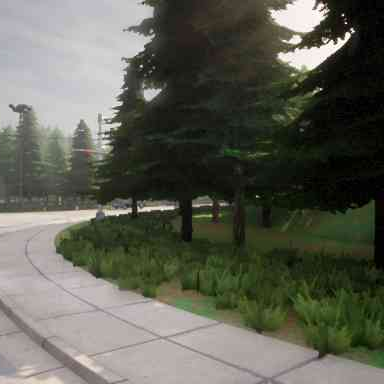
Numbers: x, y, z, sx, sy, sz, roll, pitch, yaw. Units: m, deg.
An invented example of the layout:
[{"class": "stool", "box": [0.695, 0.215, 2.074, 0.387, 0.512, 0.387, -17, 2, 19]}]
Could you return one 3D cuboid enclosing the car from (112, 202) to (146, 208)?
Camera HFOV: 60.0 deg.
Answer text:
[{"class": "car", "box": [-8.181, 1.492, 43.600, 2.128, 1.511, 4.902, 0, 0, 37]}]
